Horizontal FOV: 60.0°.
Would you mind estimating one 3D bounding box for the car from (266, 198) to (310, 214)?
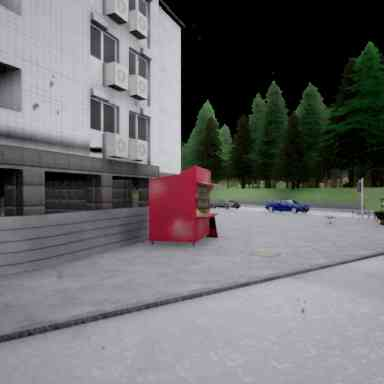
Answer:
[{"bbox_3d":[10.247,1.469,35.913,1.882,1.535,5.008,0,0,-35],"label":"car"}]

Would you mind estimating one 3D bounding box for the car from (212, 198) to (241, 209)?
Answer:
[{"bbox_3d":[4.465,1.555,44.046,1.994,1.385,4.181,0,0,-35],"label":"car"}]
